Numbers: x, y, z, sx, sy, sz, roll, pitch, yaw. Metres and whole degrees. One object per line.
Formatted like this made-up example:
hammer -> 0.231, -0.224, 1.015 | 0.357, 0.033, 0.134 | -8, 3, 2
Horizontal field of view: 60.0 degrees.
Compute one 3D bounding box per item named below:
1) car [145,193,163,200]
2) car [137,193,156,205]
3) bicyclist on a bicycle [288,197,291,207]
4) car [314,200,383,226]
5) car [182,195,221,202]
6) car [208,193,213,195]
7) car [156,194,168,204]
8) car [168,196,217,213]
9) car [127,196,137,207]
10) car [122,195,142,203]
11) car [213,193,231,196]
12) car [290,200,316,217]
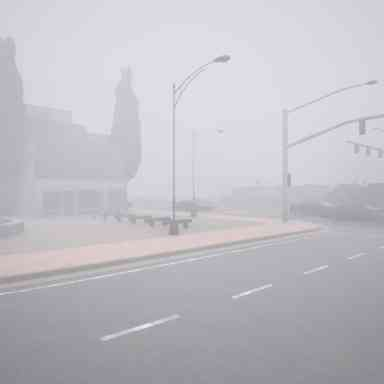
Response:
car -> -10.018, 1.153, 88.037 | 4.605, 1.855, 1.932 | 0, 0, -42
car -> -9.146, 1.491, 59.660 | 2.128, 1.511, 4.902 | 0, 0, -40
bicyclist on a bicycle -> 12.890, 1.261, 44.827 | 1.656, 1.620, 0.582 | -7, 4, -40
car -> 11.875, 1.547, 23.689 | 2.033, 1.411, 5.357 | 0, 0, -40
car -> 1.061, 1.489, 41.882 | 2.128, 1.511, 4.902 | 0, 0, -40
car -> 4.955, 1.156, 71.218 | 3.866, 1.878, 1.905 | 0, 0, -42
car -> -6.065, 1.564, 61.442 | 1.994, 1.385, 4.181 | 0, 0, -40
car -> -0.023, 1.547, 37.743 | 2.033, 1.411, 5.357 | 0, 0, -40
car -> -10.804, 1.477, 50.516 | 1.882, 1.535, 5.008 | 0, 0, -40
car -> -12.514, 1.477, 68.999 | 1.882, 1.535, 5.008 | 0, 0, -40
car -> 6.873, 1.395, 69.050 | 3.806, 1.475, 1.970 | 0, 0, -42
car -> 11.244, 1.477, 29.850 | 1.882, 1.535, 5.008 | 0, 0, -40
